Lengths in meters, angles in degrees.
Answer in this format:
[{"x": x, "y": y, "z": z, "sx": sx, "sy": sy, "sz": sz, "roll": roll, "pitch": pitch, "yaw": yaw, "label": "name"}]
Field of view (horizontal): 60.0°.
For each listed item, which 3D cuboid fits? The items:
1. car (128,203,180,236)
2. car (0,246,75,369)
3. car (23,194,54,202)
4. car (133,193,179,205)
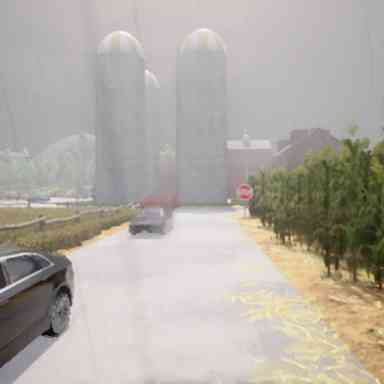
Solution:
[{"x": -2.143, "y": 1.573, "z": 18.953, "sx": 2.033, "sy": 1.411, "sz": 5.357, "roll": 0, "pitch": 0, "yaw": 4, "label": "car"}, {"x": -3.059, "y": 1.508, "z": 3.951, "sx": 2.128, "sy": 1.511, "sz": 4.902, "roll": 0, "pitch": 0, "yaw": 3, "label": "car"}, {"x": -32.931, "y": 1.329, "z": 71.365, "sx": 4.611, "sy": 1.667, "sz": 2.242, "roll": 0, "pitch": 0, "yaw": 3, "label": "car"}, {"x": -4.201, "y": 1.181, "z": 39.057, "sx": 5.566, "sy": 2.045, "sz": 2.150, "roll": 0, "pitch": 0, "yaw": 20, "label": "car"}]
